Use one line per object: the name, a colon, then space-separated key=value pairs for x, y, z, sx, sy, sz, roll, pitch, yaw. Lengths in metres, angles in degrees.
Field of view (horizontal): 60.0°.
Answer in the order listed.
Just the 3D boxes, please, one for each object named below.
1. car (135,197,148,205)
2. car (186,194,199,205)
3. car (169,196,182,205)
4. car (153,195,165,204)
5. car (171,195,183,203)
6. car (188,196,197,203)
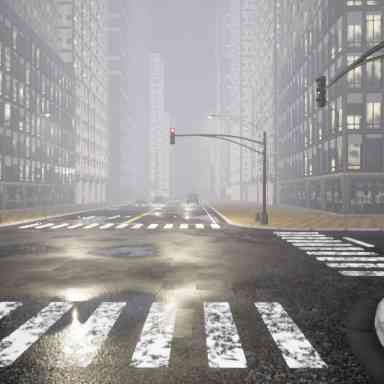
car: x=-9.631 y=1.663 z=64.296 sx=2.033 sy=1.411 sz=5.357 roll=0 pitch=0 yaw=0
car: x=0.111 y=1.322 z=60.142 sx=2.150 sy=2.045 sz=5.566 roll=0 pitch=0 yaw=0
car: x=-3.139 y=1.701 z=60.146 sx=1.895 sy=1.301 sz=4.718 roll=0 pitch=0 yaw=0
car: x=-6.382 y=1.468 z=64.321 sx=2.097 sy=1.767 sz=4.553 roll=0 pitch=0 yaw=0
car: x=-3.121 y=1.495 z=70.118 sx=2.128 sy=1.511 sz=4.902 roll=0 pitch=0 yaw=0
car: x=0.130 y=1.540 z=70.529 sx=1.994 sy=1.385 sz=4.181 roll=0 pitch=0 yaw=0
